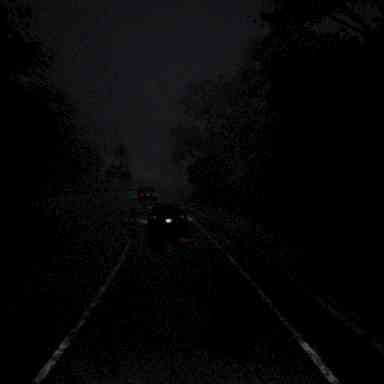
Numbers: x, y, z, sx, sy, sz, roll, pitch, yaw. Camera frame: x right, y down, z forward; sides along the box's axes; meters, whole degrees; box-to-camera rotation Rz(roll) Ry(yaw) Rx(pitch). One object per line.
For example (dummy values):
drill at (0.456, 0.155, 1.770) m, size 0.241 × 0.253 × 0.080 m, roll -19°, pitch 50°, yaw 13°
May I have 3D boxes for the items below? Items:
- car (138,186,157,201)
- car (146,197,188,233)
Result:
car at (-4.720, 0.092, 35.134) m, size 2.033 × 1.411 × 5.357 m, roll -1°, pitch 5°, yaw -9°
car at (-1.347, 1.240, 17.600) m, size 1.994 × 1.385 × 4.181 m, roll -1°, pitch 2°, yaw -7°
